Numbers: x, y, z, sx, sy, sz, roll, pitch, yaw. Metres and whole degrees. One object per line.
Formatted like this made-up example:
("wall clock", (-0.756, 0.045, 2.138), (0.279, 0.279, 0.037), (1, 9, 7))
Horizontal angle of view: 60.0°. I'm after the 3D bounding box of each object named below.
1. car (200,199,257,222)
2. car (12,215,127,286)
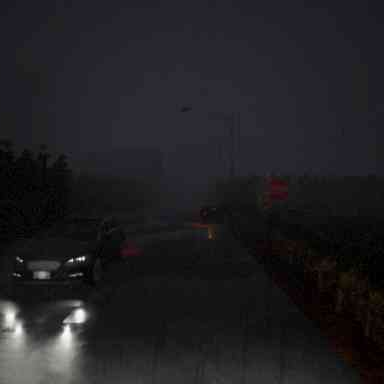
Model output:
("car", (2.820, 1.281, 24.737), (5.008, 1.535, 1.882), (-2, 1, -39))
("car", (-3.139, 1.465, 9.448), (2.128, 1.511, 4.902), (0, 0, 0))
